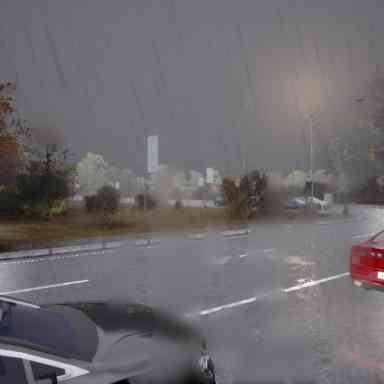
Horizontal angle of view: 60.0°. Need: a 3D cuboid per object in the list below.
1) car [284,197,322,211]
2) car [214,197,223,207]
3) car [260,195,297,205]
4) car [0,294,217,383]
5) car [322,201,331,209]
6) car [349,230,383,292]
[{"bbox_3d":[11.113,1.334,37.009,2.033,1.411,5.357,-1,0,-39],"label":"car"},{"bbox_3d":[5.056,1.296,44.561,1.837,1.490,4.892,-1,0,-39],"label":"car"},{"bbox_3d":[13.344,1.245,51.328,2.033,1.411,5.357,-1,0,-39],"label":"car"},{"bbox_3d":[-2.007,1.492,2.299,4.902,1.511,2.128,0,0,-35],"label":"car"},{"bbox_3d":[13.898,1.281,39.162,1.812,1.442,4.674,-1,0,-39],"label":"car"},{"bbox_3d":[5.709,1.445,7.814,5.008,1.535,1.882,0,0,-36],"label":"car"}]
